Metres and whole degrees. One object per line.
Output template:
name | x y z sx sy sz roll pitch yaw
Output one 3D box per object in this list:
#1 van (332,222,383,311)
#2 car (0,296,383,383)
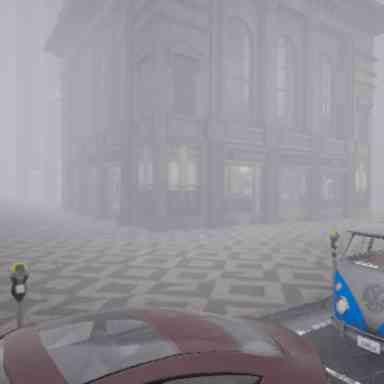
van | 3.870 1.326 5.180 3.998 1.788 1.690 0 1 -34
car | -0.800 1.541 2.021 4.206 1.307 1.802 0 1 -34
